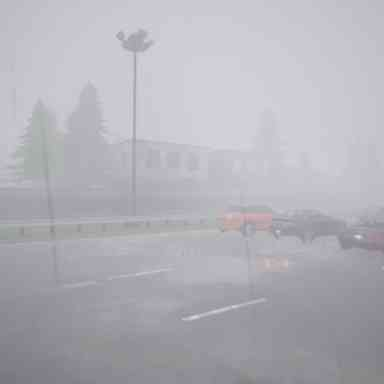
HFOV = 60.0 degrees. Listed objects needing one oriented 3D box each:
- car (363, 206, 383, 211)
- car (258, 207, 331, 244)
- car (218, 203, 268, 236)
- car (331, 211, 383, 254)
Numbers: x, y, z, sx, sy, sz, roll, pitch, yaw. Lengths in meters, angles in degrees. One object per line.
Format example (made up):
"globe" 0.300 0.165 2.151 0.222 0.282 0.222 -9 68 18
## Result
"car" 15.974 1.876 28.158 4.718 1.301 1.895 1 0 -35
"car" 5.952 1.628 16.708 4.902 1.511 2.128 1 0 -35
"car" 3.747 1.483 19.436 4.553 1.767 2.097 1 -1 -35
"car" 8.002 1.700 13.873 4.181 1.385 1.994 1 0 -35
